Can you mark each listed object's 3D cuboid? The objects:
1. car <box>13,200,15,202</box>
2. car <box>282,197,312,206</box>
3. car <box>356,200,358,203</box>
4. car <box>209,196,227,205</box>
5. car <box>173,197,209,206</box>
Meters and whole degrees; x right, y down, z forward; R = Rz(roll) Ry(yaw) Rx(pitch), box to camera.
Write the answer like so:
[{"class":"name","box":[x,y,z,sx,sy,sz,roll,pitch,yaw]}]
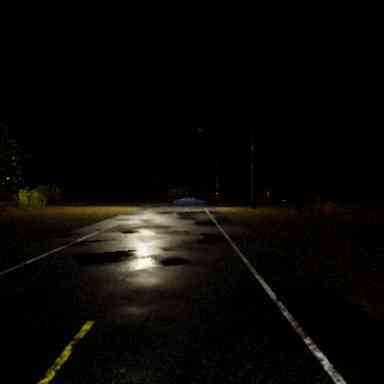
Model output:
[{"class":"car","box":[-29.624,1.419,59.579,4.181,1.385,1.994,0,0,-2]},{"class":"car","box":[17.158,1.559,53.868,4.902,1.511,2.128,0,0,-2]},{"class":"car","box":[31.029,1.688,61.290,4.718,1.301,1.895,0,0,-2]},{"class":"car","box":[3.963,1.512,60.505,4.902,1.511,2.128,0,0,-1]},{"class":"car","box":[-0.390,1.536,53.394,5.357,1.411,2.033,0,0,-1]}]
